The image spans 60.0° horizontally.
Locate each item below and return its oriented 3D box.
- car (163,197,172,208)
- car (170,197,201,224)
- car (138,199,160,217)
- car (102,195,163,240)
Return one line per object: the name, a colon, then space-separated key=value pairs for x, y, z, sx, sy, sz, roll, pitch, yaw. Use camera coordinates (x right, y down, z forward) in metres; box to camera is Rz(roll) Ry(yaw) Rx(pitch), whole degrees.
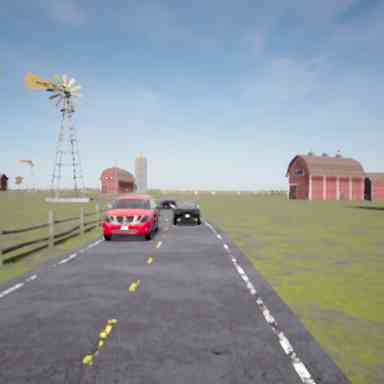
car: x=-3.180 y=1.344 z=43.264 sx=1.882 sy=1.535 sz=5.008 roll=0 pitch=0 yaw=-11
car: x=-0.479 y=1.410 z=24.529 sx=1.882 sy=1.535 sz=5.008 roll=0 pitch=1 yaw=-4
car: x=-3.904 y=1.414 z=30.818 sx=1.837 sy=1.490 sz=4.892 roll=0 pitch=0 yaw=-6
car: x=-2.923 y=1.179 z=16.958 sx=2.150 sy=2.045 sz=5.566 roll=0 pitch=0 yaw=-1
